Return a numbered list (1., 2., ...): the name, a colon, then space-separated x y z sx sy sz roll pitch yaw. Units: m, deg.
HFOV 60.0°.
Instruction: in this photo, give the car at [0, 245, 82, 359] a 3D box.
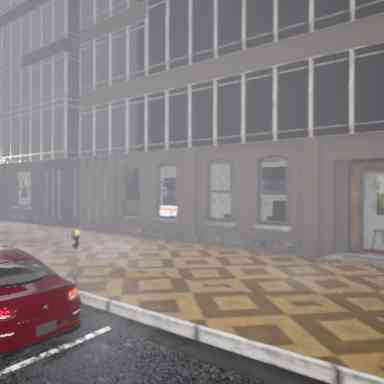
1. car: -3.511 1.537 5.376 4.206 1.307 1.802 1 0 35
